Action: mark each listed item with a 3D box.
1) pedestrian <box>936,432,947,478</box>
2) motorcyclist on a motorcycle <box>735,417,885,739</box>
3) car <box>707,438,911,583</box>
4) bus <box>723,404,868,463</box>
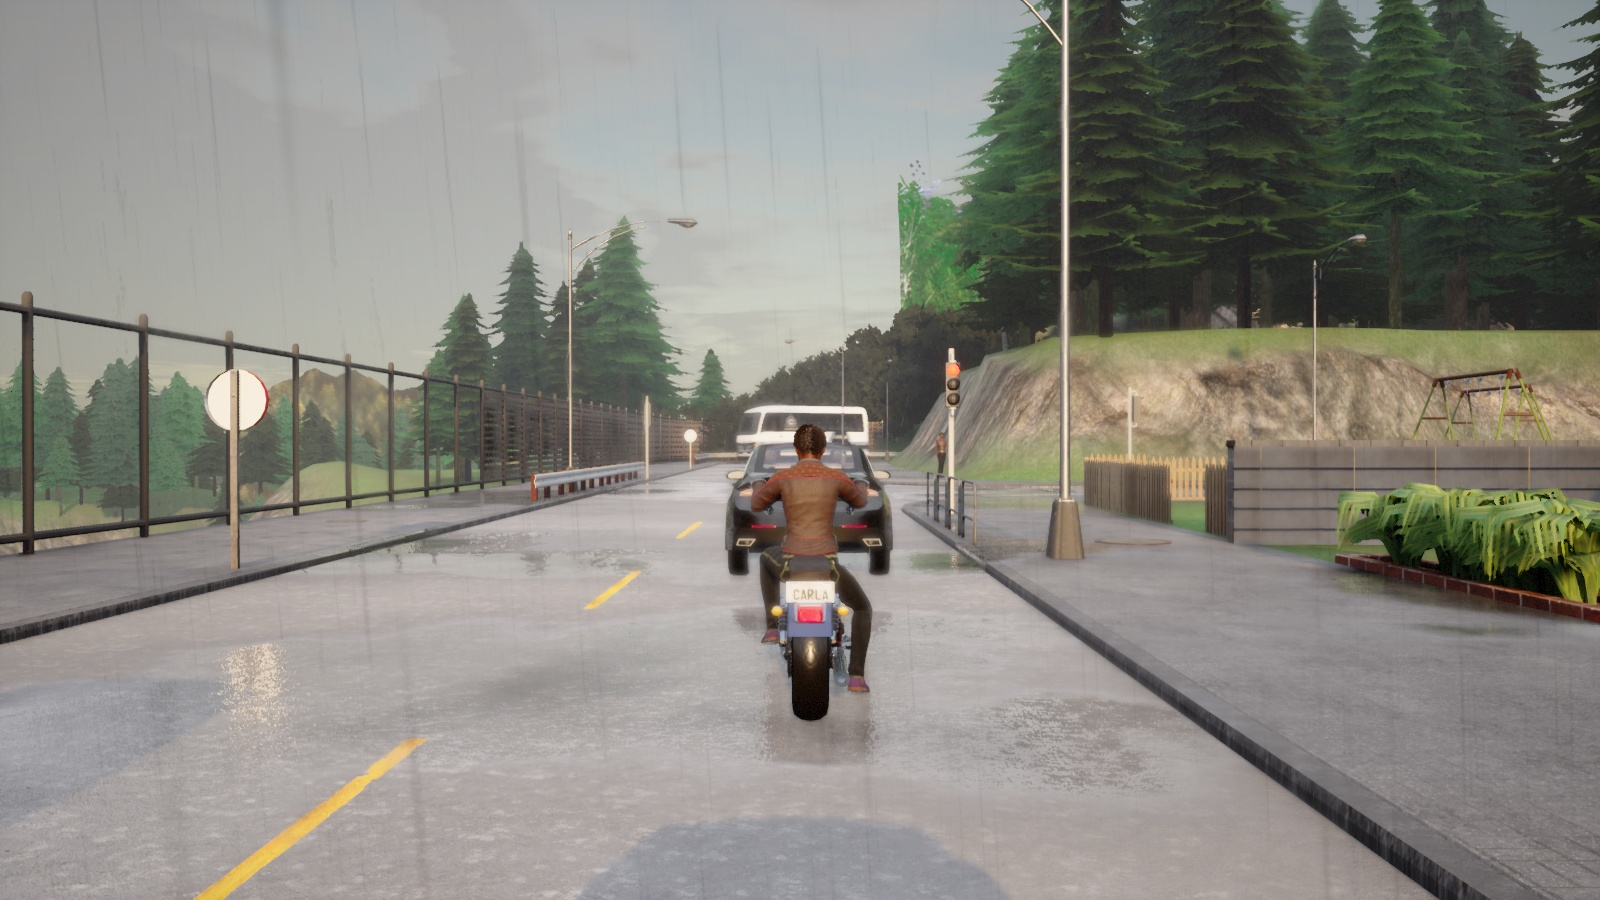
[{"bbox_3d":[5.585,0.179,49.555,0.328,1.805,0.869,0,0,0],"label":"pedestrian"},{"bbox_3d":[0.059,0.653,7.611,0.766,1.649,2.350,0,0,0],"label":"motorcyclist on a motorcycle"},{"bbox_3d":[0.106,0.614,15.564,2.128,1.511,4.902,0,0,0],"label":"car"},{"bbox_3d":[-0.288,-1.167,93.813,10.273,4.253,3.944,0,0,-31],"label":"bus"}]
